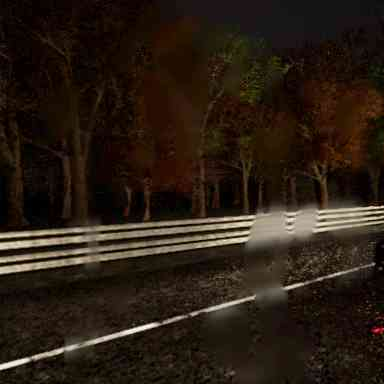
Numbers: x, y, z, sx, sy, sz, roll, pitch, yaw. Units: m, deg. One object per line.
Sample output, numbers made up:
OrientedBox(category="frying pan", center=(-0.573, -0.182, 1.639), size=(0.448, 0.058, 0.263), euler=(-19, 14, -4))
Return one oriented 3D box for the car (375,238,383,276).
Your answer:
OrientedBox(category="car", center=(6.627, 1.427, 8.670), size=(4.892, 1.490, 1.837), euler=(-1, 0, -36))
